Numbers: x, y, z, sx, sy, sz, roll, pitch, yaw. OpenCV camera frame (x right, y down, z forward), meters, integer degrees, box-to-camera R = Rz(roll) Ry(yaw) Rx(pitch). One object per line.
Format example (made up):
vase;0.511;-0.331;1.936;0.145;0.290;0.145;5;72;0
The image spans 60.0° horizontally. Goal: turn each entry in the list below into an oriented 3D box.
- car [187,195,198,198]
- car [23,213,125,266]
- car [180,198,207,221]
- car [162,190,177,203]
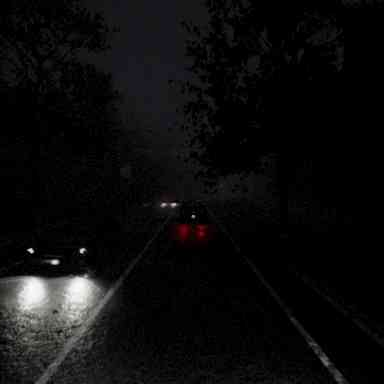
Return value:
car;0.084;1.121;42.419;1.812;1.442;4.674;0;1;0
car;-3.605;1.438;11.389;2.033;1.411;5.357;0;1;0
car;0.091;1.364;24.782;1.895;1.301;4.718;0;1;0
car;-3.562;0.709;53.610;2.150;2.045;5.566;0;1;1
